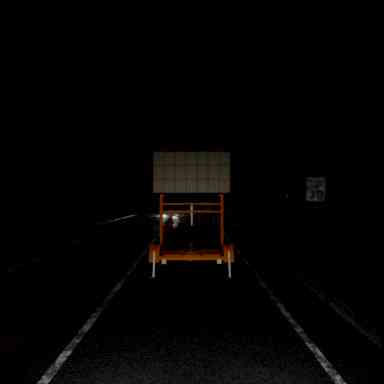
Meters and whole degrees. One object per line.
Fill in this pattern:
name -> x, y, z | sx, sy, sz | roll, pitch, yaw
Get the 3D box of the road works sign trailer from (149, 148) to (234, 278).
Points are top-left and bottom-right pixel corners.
road works sign trailer -> -0.011, 0.467, 10.114 | 2.380, 3.560, 2.880 | 0, 0, 0

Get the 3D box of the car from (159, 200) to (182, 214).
car -> -2.182, 1.557, 35.848 | 2.033, 1.411, 5.357 | 0, 0, 6
